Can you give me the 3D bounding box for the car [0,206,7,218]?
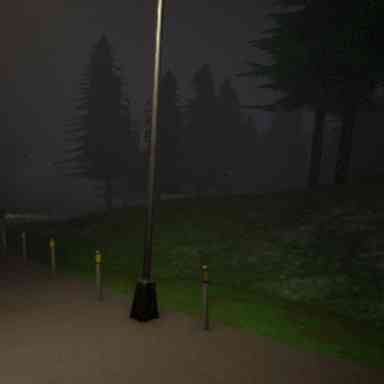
[{"bbox_3d":[-21.956,2.075,36.472,2.128,1.511,4.902,3,-2,-9],"label":"car"}]
